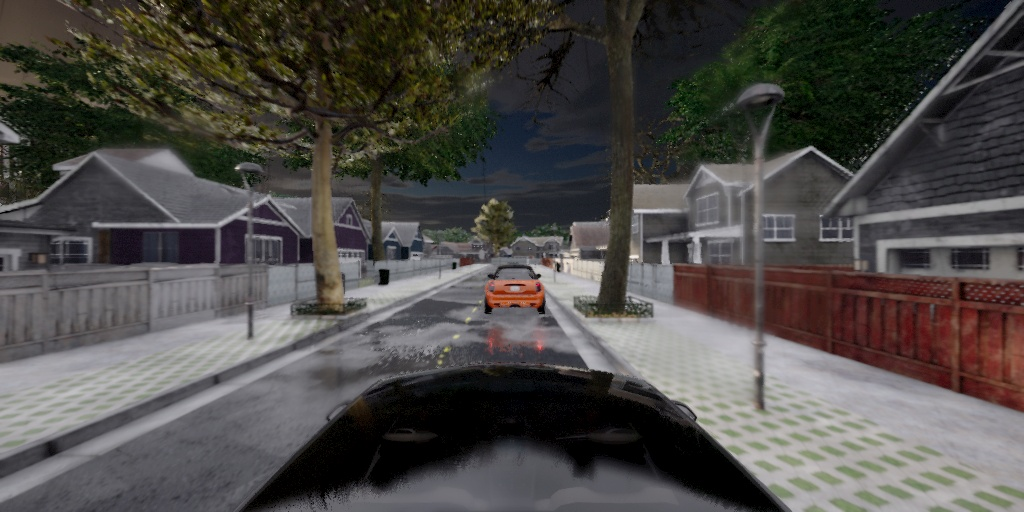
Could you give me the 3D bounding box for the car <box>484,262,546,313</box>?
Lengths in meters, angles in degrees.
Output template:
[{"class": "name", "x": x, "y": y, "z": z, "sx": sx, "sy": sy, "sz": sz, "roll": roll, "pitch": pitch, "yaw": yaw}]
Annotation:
[{"class": "car", "x": 0.102, "y": 1.107, "z": 14.065, "sx": 2.097, "sy": 1.767, "sz": 4.553, "roll": 0, "pitch": 0, "yaw": 0}]
